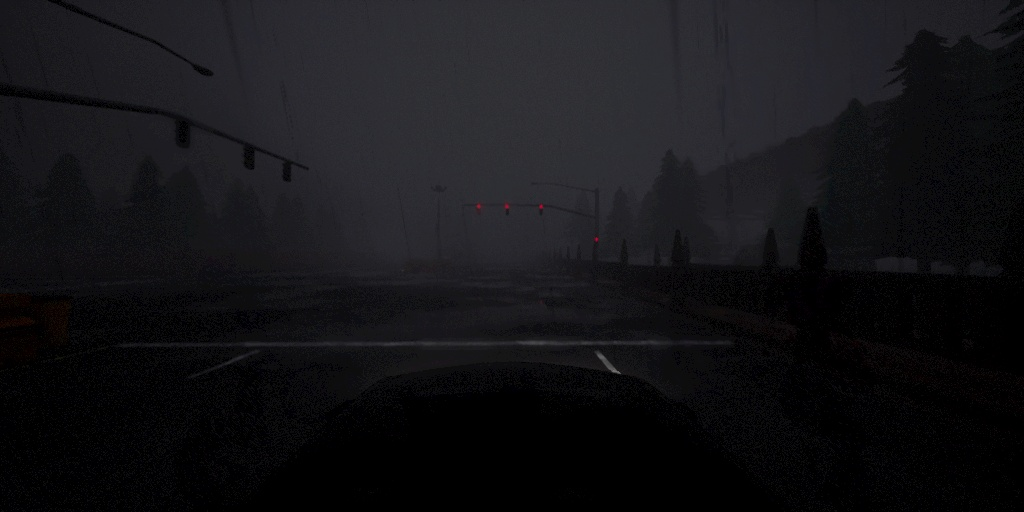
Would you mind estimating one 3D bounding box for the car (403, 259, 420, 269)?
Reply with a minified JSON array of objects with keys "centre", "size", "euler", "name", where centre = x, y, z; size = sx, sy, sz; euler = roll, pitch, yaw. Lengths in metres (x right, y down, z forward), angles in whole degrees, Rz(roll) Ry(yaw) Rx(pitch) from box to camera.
[{"centre":[-13.986,1.126,51.296],"size":[2.033,1.411,5.357],"euler":[0,0,0],"name":"car"}]
